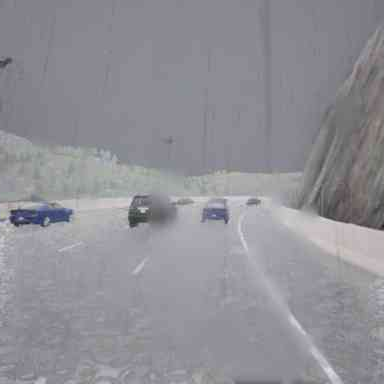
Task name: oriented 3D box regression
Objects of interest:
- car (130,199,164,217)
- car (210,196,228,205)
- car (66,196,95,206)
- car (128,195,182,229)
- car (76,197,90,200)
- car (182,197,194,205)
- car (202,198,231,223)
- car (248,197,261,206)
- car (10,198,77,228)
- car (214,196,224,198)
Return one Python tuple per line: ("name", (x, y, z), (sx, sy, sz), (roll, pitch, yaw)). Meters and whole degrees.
("car", (-4.129, 1.476, 31.624), (1.812, 1.442, 4.674), (1, 0, 11))
("car", (5.265, 1.580, 64.295), (1.882, 1.535, 5.008), (0, 0, 22))
("car", (-17.410, 1.391, 52.118), (1.895, 1.301, 4.718), (1, 0, 16))
("car", (-2.395, 1.194, 21.642), (2.150, 2.045, 5.566), (0, 0, 8))
("car", (-14.790, 1.334, 48.442), (1.812, 1.442, 4.674), (1, 0, 15))
("car", (-1.135, 1.568, 56.971), (1.994, 1.385, 4.181), (1, 0, 19))
("car", (1.945, 1.516, 25.967), (1.882, 1.535, 5.008), (0, 0, 9))
("car", (11.514, 1.700, 61.169), (1.837, 1.490, 4.892), (0, 0, 22))
("car", (-9.276, 1.347, 21.065), (1.882, 1.535, 5.008), (0, 0, 7))
("car", (4.160, 1.682, 52.291), (1.895, 1.301, 4.718), (1, 0, 19))
